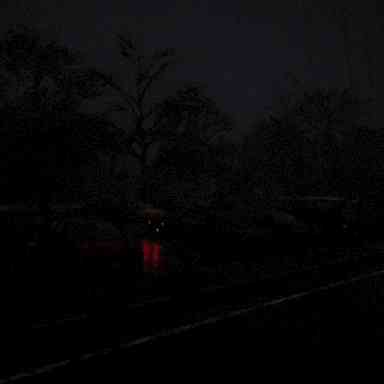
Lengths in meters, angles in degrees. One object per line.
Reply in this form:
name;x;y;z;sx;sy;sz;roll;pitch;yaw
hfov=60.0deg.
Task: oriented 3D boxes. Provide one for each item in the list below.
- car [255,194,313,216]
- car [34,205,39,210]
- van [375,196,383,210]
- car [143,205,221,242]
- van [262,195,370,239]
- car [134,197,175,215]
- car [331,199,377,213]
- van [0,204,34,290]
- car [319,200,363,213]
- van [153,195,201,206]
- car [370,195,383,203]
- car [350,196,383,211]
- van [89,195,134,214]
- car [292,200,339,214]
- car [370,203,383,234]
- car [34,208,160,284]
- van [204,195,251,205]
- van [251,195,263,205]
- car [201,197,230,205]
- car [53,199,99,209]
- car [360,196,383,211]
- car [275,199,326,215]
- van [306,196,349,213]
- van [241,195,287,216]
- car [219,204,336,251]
car;9.564;1.313;35.091;2.435;2.045;5.566;1;-1;-35
car;-10.637;1.478;20.723;2.097;1.535;5.008;0;0;-35
van;30.019;1.679;49.559;1.878;1.987;4.442;1;-1;-35
car;0.084;1.582;17.760;4.718;1.301;1.895;0;0;-35
van;5.910;1.225;16.317;1.878;1.987;4.442;0;0;-35
car;-3.764;1.454;25.401;1.946;1.575;5.366;0;0;-36
car;20.928;1.754;43.218;2.097;1.535;5.008;1;-1;-35
van;-5.530;1.260;8.451;1.878;1.987;4.442;0;0;-35
car;18.566;1.755;41.544;2.002;1.452;4.674;1;-1;-35
van;-1.549;1.224;27.062;1.878;1.987;4.442;0;0;-35
car;10.334;1.201;19.648;2.435;2.045;5.566;1;-1;-35
car;25.457;1.578;46.417;2.435;2.045;5.566;1;-1;-35
van;-6.196;1.238;24.038;1.878;1.987;4.442;0;0;-35
car;14.160;1.682;38.398;2.002;1.452;4.674;1;-1;-35
car;8.091;1.474;18.051;2.163;1.488;4.792;0;0;-35
car;-3.204;1.479;9.972;2.097;1.535;5.008;0;0;-35
van;2.841;1.226;30.192;1.878;1.987;4.442;0;0;-35
van;5.070;1.266;32.066;1.878;1.987;4.442;1;-1;-35
car;0.636;1.443;28.770;2.097;1.535;5.008;0;0;-35
car;-8.380;1.472;22.330;2.231;1.521;4.892;0;0;-35
car;27.713;1.616;48.025;2.435;2.045;5.566;1;-1;-35
car;11.906;1.604;36.787;2.097;1.535;5.008;1;-1;-35
van;16.247;1.452;40.031;1.878;1.987;4.442;1;-1;-35
van;7.224;1.301;33.601;1.878;1.987;4.442;1;-1;-35
car;3.580;1.498;14.803;2.002;1.452;4.674;0;0;-35
